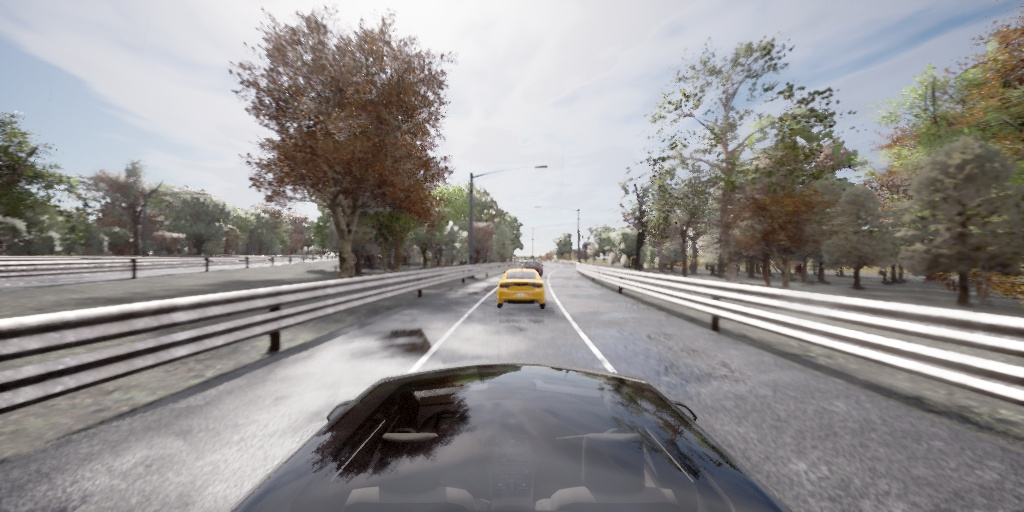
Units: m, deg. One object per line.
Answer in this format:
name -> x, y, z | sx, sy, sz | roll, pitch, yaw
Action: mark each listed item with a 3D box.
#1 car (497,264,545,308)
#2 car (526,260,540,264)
car -> 0.437, 1.310, 15.804 | 1.882, 1.535, 5.008 | 0, 0, 2
car -> 2.279, 1.336, 38.375 | 2.097, 1.767, 4.553 | 0, 0, 7
